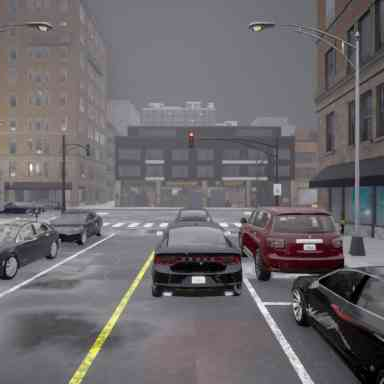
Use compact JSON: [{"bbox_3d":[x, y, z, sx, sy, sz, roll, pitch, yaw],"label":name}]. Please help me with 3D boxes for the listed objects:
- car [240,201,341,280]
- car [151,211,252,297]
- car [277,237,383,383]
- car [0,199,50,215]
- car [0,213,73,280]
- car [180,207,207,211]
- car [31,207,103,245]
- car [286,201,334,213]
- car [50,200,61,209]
[{"bbox_3d":[2.623,1.315,9.815,2.192,1.841,5.009,0,0,0],"label":"car"},{"bbox_3d":[0.062,1.478,8.634,1.882,1.535,5.008,0,0,-1],"label":"car"},{"bbox_3d":[2.631,1.566,4.153,1.947,1.339,4.313,0,0,0],"label":"car"},{"bbox_3d":[-16.207,1.531,30.951,4.718,1.301,1.895,0,0,0],"label":"car"},{"bbox_3d":[-5.402,1.551,9.804,2.008,1.369,4.403,0,0,0],"label":"car"},{"bbox_3d":[0.059,1.505,16.137,1.837,1.490,4.892,0,0,0],"label":"car"},{"bbox_3d":[-5.409,1.566,15.467,1.947,1.339,4.313,0,0,0],"label":"car"},{"bbox_3d":[13.331,1.676,37.824,4.718,1.301,1.895,0,0,0],"label":"car"},{"bbox_3d":[-17.037,1.490,37.650,4.181,1.385,1.994,0,0,0],"label":"car"}]
